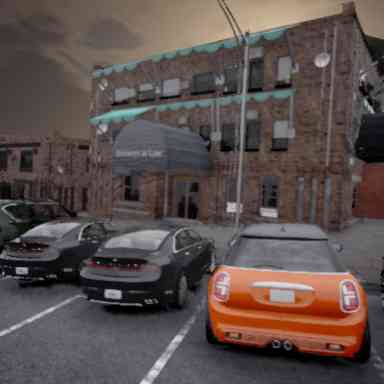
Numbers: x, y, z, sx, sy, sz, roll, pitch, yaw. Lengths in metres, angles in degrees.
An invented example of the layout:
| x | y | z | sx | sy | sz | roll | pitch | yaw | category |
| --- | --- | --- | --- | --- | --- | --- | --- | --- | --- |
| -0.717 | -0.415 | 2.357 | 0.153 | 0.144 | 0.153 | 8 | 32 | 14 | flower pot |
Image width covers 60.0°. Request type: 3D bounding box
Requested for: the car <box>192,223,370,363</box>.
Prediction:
| x | y | z | sx | sy | sz | roll | pitch | yaw | category |
| --- | --- | --- | --- | --- | --- | --- | --- | --- | --- |
| 1.693 | 1.349 | 6.206 | 2.185 | 1.767 | 4.553 | 0 | -1 | 15 | car |

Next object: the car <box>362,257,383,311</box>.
| x | y | z | sx | sy | sz | roll | pitch | yaw | category |
| --- | --- | --- | --- | --- | --- | --- | --- | --- | --- |
| 4.093 | 1.504 | 4.501 | 2.163 | 1.488 | 4.792 | 1 | -1 | 16 | car |

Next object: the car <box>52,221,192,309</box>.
| x | y | z | sx | sy | sz | roll | pitch | yaw | category |
| --- | --- | --- | --- | --- | --- | --- | --- | --- | --- |
| -0.689 | 1.486 | 7.927 | 2.231 | 1.521 | 4.892 | 0 | -1 | 15 | car |

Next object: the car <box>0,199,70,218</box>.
| x | y | z | sx | sy | sz | roll | pitch | yaw | category |
| --- | --- | --- | --- | --- | --- | --- | --- | --- | --- |
| -5.471 | 1.270 | 11.360 | 2.435 | 2.045 | 5.566 | 0 | -1 | 15 | car |

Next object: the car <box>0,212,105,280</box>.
| x | y | z | sx | sy | sz | roll | pitch | yaw | category |
| --- | --- | --- | --- | --- | --- | --- | --- | --- | --- |
| -3.085 | 1.499 | 9.628 | 2.231 | 1.521 | 4.892 | 0 | -1 | 15 | car |
